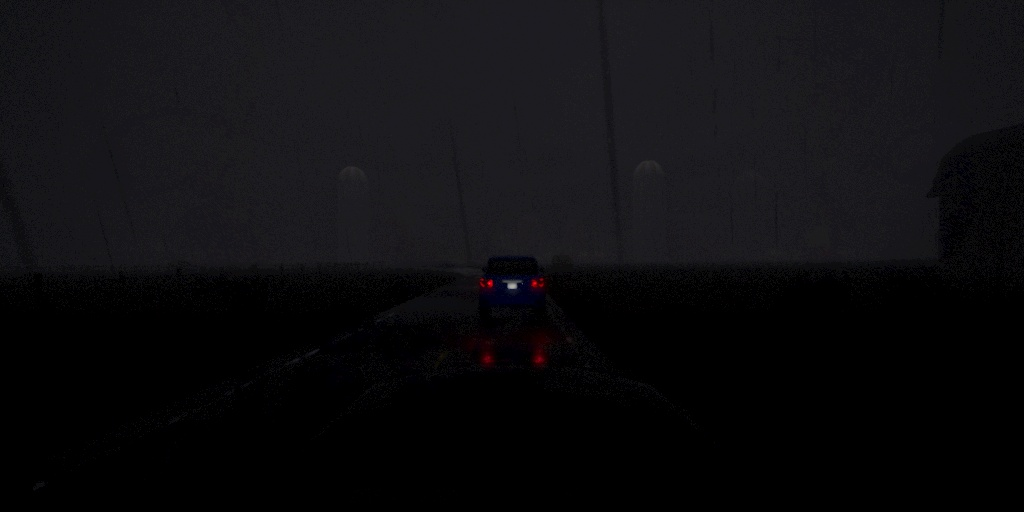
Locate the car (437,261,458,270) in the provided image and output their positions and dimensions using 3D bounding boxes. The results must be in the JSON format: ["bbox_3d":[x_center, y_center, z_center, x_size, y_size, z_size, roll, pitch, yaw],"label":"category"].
[{"bbox_3d":[-10.312,1.499,56.848,1.895,1.301,4.718,0,0,-31],"label":"car"}]

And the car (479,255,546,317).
[{"bbox_3d":[0.031,0.985,13.402,2.150,2.045,5.566,0,0,0],"label":"car"}]
